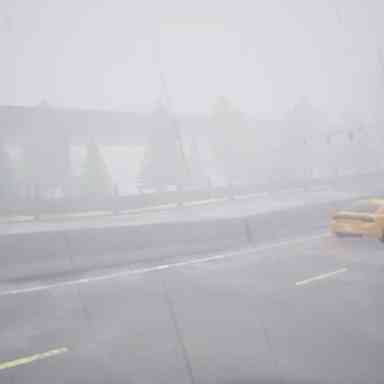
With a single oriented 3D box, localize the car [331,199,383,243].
[{"bbox_3d":[7.759,1.037,13.734,5.008,1.535,1.882,-4,3,-36],"label":"car"}]
